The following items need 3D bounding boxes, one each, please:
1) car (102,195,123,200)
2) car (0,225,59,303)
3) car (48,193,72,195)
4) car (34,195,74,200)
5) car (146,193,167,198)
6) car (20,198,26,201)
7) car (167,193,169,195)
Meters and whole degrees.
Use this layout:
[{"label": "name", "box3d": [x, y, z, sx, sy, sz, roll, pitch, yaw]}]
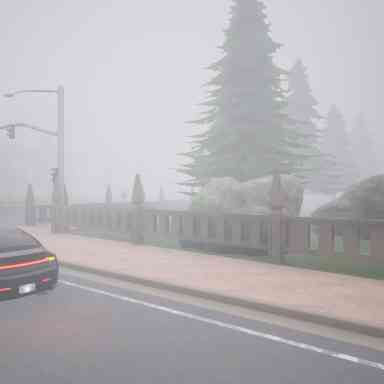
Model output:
[{"label": "car", "box3d": [-14.444, 1.338, 61.284, 1.837, 1.490, 4.892, 0, 3, 36]}, {"label": "car", "box3d": [-4.960, 1.505, 7.473, 4.892, 1.490, 1.837, 0, 0, 36]}, {"label": "car", "box3d": [-19.731, 1.220, 47.867, 2.150, 2.045, 5.566, 0, 0, 36]}, {"label": "car", "box3d": [-18.088, 1.525, 44.153, 1.812, 1.442, 4.674, 0, 0, 36]}, {"label": "car", "box3d": [-7.060, 1.281, 59.584, 1.994, 1.385, 4.181, 0, 3, 36]}, {"label": "car", "box3d": [-23.592, 1.504, 48.487, 1.837, 1.490, 4.892, 0, 0, 36]}, {"label": "car", "box3d": [-6.112, 0.877, 66.869, 2.033, 1.411, 5.357, 0, 4, 36]}]
